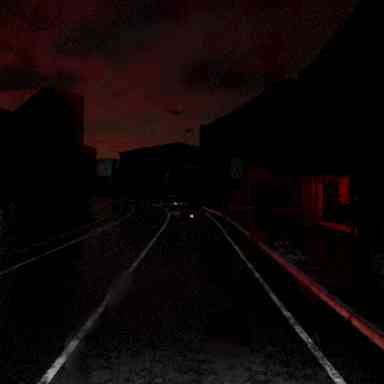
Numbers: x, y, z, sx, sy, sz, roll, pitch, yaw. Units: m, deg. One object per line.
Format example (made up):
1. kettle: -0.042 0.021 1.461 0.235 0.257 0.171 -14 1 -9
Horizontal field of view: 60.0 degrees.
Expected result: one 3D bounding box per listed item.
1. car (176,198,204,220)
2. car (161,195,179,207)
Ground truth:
1. car: -0.125 1.447 26.582 1.895 1.301 4.718 0 1 -3
2. car: -2.681 1.091 42.620 1.837 1.490 4.892 1 1 -16
